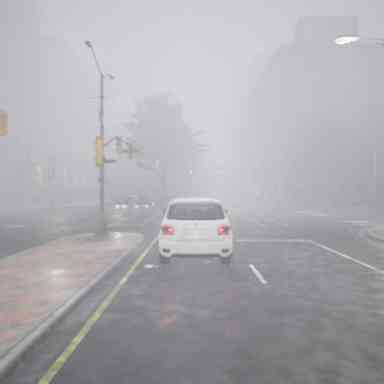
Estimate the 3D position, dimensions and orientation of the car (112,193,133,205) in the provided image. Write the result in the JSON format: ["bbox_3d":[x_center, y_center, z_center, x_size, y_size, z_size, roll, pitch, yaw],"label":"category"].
[{"bbox_3d":[-11.367,1.333,56.216,2.128,1.511,4.902,0,0,1],"label":"car"}]

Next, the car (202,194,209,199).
[{"bbox_3d":[3.842,1.283,95.397,1.994,1.385,4.181,0,0,0],"label":"car"}]

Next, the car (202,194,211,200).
[{"bbox_3d":[3.809,1.296,86.397,2.033,1.411,5.357,0,0,0],"label":"car"}]

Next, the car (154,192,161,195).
[{"bbox_3d":[-7.739,1.020,72.935,2.150,2.045,5.566,0,0,0],"label":"car"}]

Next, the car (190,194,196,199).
[{"bbox_3d":[0.342,1.231,95.410,1.837,1.490,4.892,0,0,0],"label":"car"}]

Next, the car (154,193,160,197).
[{"bbox_3d":[-7.798,1.347,63.319,1.812,1.442,4.674,0,0,1],"label":"car"}]

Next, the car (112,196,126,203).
[{"bbox_3d":[-14.513,1.409,66.266,1.895,1.301,4.718,0,0,0],"label":"car"}]

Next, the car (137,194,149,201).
[{"bbox_3d":[-11.226,1.310,76.573,2.128,1.511,4.902,0,0,0],"label":"car"}]

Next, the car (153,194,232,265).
[{"bbox_3d":[0.106,1.190,11.660,2.150,2.045,5.566,0,0,0],"label":"car"}]

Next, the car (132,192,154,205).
[{"bbox_3d":[-7.886,1.199,54.434,2.097,1.767,4.553,0,0,0],"label":"car"}]

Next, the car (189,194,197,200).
[{"bbox_3d":[0.308,1.297,85.947,2.033,1.411,5.357,0,0,0],"label":"car"}]
